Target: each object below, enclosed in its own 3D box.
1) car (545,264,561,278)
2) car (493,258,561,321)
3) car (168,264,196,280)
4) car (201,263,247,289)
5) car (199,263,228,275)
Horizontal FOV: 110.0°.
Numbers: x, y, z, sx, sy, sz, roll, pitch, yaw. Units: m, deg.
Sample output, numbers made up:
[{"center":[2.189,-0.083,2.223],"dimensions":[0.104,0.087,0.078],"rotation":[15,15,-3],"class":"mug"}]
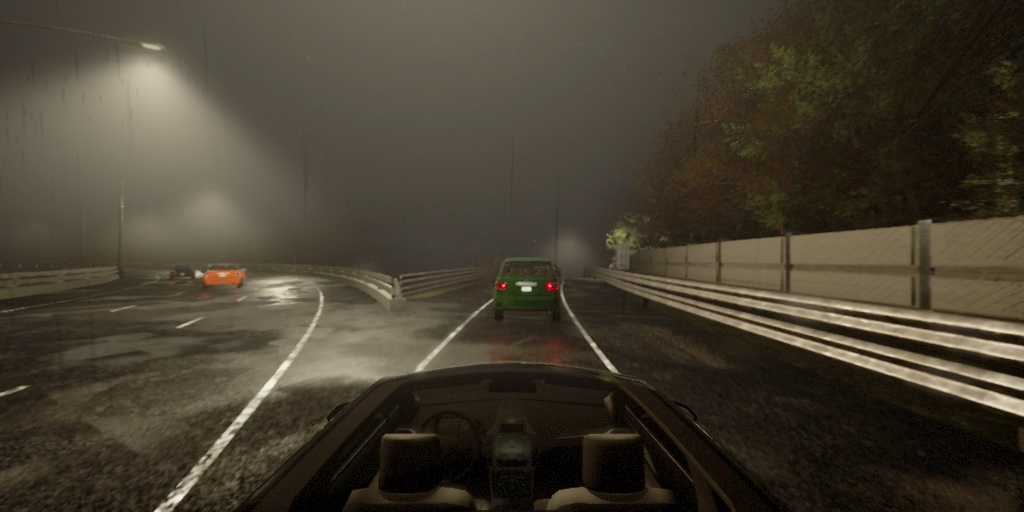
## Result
[{"center":[6.453,2.350,56.255],"dimensions":[2.150,2.045,5.566],"rotation":[0,-3,9],"class":"car"},{"center":[0.607,1.100,13.327],"dimensions":[2.150,2.045,5.566],"rotation":[0,-1,4],"class":"car"},{"center":[-32.739,1.558,35.655],"dimensions":[1.812,1.442,4.674],"rotation":[1,-1,-42],"class":"car"},{"center":[-20.067,1.304,25.195],"dimensions":[2.097,1.767,4.553],"rotation":[0,-1,-34],"class":"car"},{"center":[-38.901,1.683,46.610],"dimensions":[5.357,1.411,2.033],"rotation":[0,-1,41],"class":"car"}]
